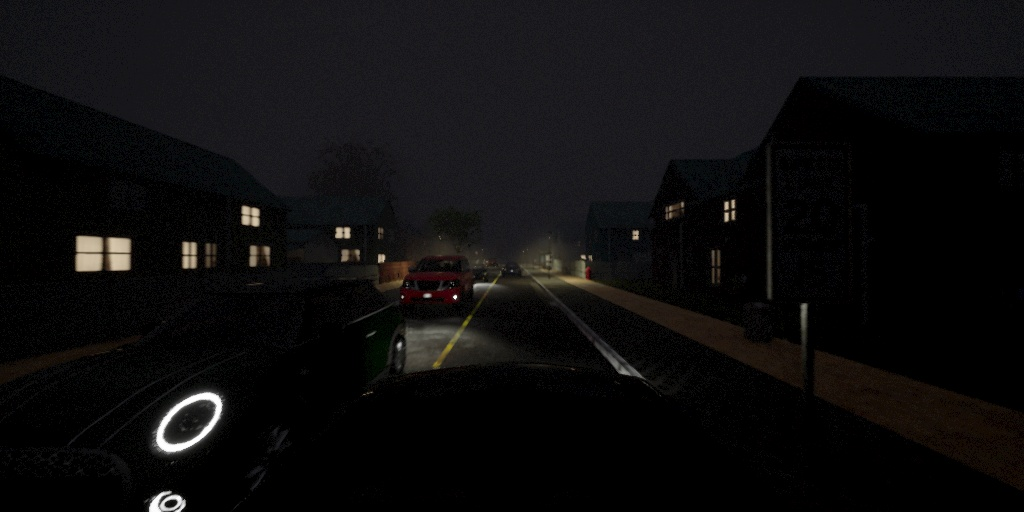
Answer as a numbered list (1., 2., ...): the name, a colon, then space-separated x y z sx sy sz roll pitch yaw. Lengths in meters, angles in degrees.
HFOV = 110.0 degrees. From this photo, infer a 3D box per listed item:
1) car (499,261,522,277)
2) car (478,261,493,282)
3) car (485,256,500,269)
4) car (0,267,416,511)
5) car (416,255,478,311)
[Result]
1. car: -0.008 1.385 35.865 1.994 1.385 4.181 0 0 0
2. car: -2.838 1.358 28.984 1.994 1.385 4.181 0 0 0
3. car: -2.762 0.909 52.160 2.097 1.767 4.553 0 0 0
4. car: -2.896 1.104 4.293 2.097 1.767 4.553 0 0 1
5. car: -2.851 0.982 14.874 2.150 2.045 5.566 0 0 0
